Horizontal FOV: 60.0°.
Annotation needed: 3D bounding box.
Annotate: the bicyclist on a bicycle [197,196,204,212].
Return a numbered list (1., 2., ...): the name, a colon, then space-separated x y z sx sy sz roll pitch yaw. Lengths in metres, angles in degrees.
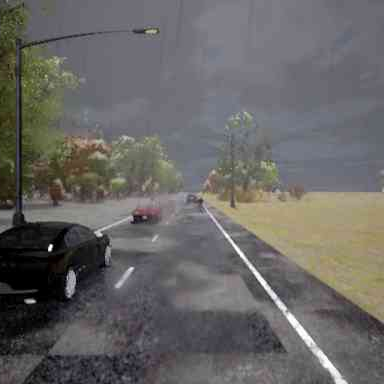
1. bicyclist on a bicycle: 0.973 1.284 36.256 0.659 1.776 1.843 0 0 0

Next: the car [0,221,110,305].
1. car: -3.399 1.458 8.174 1.882 1.535 5.008 0 0 0

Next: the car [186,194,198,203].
1. car: 0.016 1.204 62.473 2.097 1.767 4.553 0 0 0

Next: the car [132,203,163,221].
1. car: -3.393 1.538 26.217 1.895 1.301 4.718 0 0 0

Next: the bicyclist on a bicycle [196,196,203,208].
1. bicyclist on a bicycle: 0.990 1.328 45.504 0.866 1.612 1.509 0 0 0

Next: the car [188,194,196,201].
1. car: 0.019 1.317 77.460 1.837 1.490 4.892 0 0 0
